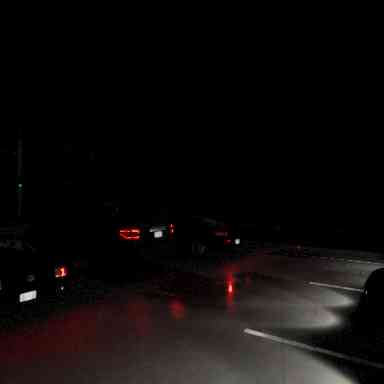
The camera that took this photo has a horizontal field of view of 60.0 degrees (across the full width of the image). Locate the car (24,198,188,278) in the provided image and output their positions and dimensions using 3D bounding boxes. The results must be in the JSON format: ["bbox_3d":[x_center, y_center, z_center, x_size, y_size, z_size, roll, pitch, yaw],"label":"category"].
[{"bbox_3d":[-3.071,1.221,10.428,5.566,2.045,2.150,0,0,36],"label":"car"}]

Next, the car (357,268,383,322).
[{"bbox_3d":[5.300,1.547,4.514,5.357,1.411,2.033,0,0,35],"label":"car"}]

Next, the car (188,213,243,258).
[{"bbox_3d":[-0.310,1.526,12.750,4.674,1.442,1.812,0,0,36],"label":"car"}]

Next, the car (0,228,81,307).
[{"bbox_3d":[-4.767,1.601,7.336,4.718,1.301,1.895,0,0,36],"label":"car"}]
